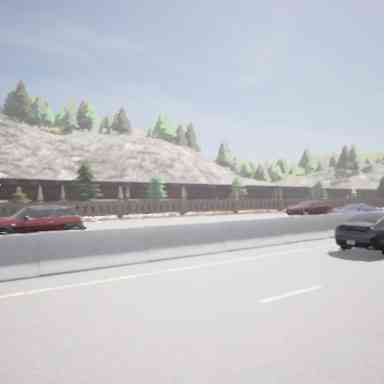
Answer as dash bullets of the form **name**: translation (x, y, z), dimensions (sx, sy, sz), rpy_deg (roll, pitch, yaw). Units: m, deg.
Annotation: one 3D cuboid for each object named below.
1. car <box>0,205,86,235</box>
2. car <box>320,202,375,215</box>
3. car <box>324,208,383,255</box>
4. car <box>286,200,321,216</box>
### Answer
- **car**: translation (-7.489, 1.444, 15.715), dimensions (4.553, 1.767, 2.097), rpy_deg (0, 0, -34)
- **car**: translation (11.727, 1.570, 23.902), dimensions (4.674, 1.442, 1.812), rpy_deg (0, 0, -29)
- **car**: translation (7.606, 1.525, 13.028), dimensions (4.892, 1.490, 1.837), rpy_deg (0, 0, -33)
- **car**: translation (11.161, 1.563, 31.535), dimensions (5.008, 1.535, 1.882), rpy_deg (0, -1, -27)
